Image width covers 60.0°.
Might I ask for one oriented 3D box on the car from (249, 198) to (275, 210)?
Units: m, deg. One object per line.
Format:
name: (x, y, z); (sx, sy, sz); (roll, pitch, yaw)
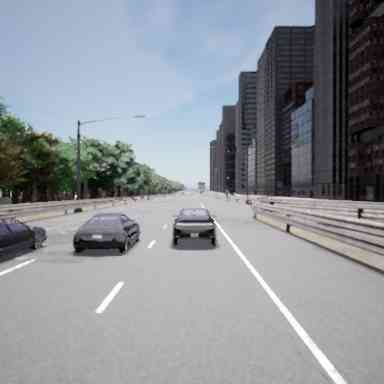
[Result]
car: (8.760, 1.541, 41.596); (2.128, 1.511, 4.902); (0, 0, -12)

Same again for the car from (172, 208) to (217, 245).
car: (0.106, 1.494, 15.587); (2.128, 1.511, 4.902); (0, 0, 0)

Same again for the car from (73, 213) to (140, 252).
car: (-3.392, 1.566, 13.900); (1.994, 1.385, 4.181); (0, 0, 0)

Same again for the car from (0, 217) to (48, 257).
car: (-6.894, 1.549, 11.328); (2.033, 1.411, 5.357); (0, 0, 0)
